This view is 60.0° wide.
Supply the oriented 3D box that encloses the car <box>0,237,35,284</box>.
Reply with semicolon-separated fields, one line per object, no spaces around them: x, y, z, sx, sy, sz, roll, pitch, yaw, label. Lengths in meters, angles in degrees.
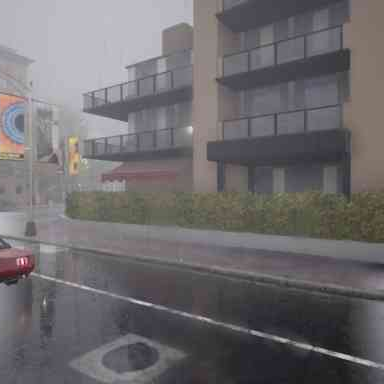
-6.009;1.601;8.266;4.718;1.301;1.895;0;0;35;car
